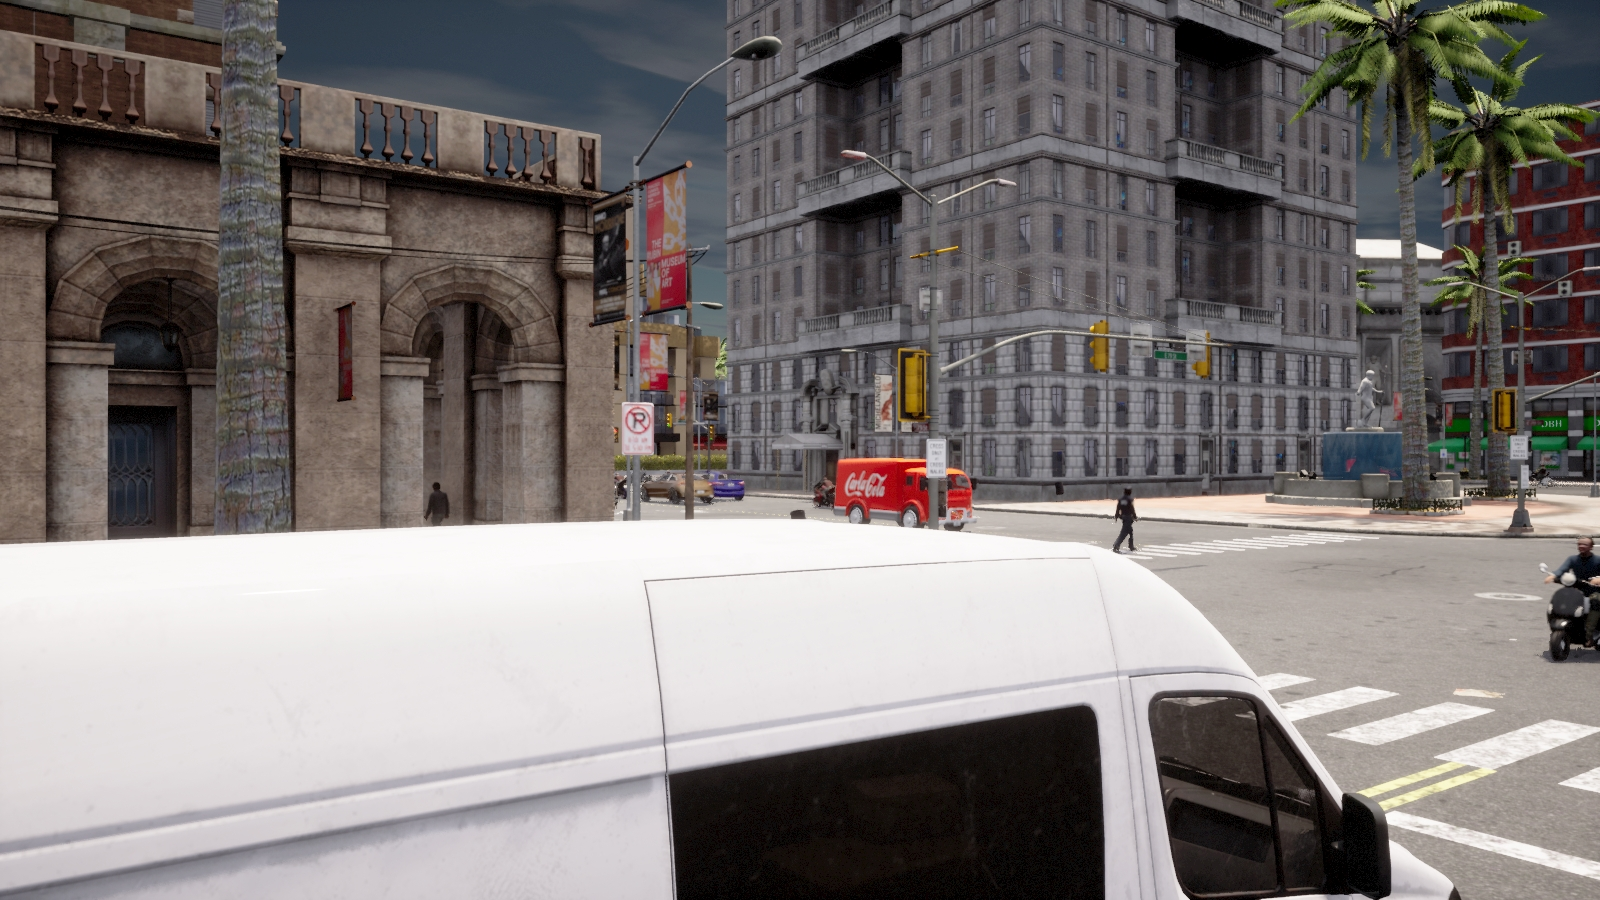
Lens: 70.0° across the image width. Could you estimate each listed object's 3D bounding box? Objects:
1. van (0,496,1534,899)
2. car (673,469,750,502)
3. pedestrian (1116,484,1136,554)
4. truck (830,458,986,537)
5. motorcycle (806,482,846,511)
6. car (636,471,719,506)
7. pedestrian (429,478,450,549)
[{"bbox_3d":[0.019,1.533,3.806,5.915,2.561,1.988,0,0,-35],"label":"van"},{"bbox_3d":[-4.974,1.955,63.788,2.242,1.667,4.611,0,0,-35],"label":"car"},{"bbox_3d":[8.761,1.839,30.725,0.375,1.860,0.375,0,0,-31],"label":"pedestrian"},{"bbox_3d":[3.647,1.554,39.545,2.627,2.467,5.204,0,0,-35],"label":"truck"},{"bbox_3d":[1.233,2.192,54.289,0.867,1.251,2.209,0,0,-29],"label":"motorcycle"},{"bbox_3d":[-6.488,1.980,59.973,2.152,1.651,5.027,0,0,-35],"label":"car"},{"bbox_3d":[-9.658,1.693,30.613,0.375,1.860,0.375,0,0,41],"label":"pedestrian"}]
